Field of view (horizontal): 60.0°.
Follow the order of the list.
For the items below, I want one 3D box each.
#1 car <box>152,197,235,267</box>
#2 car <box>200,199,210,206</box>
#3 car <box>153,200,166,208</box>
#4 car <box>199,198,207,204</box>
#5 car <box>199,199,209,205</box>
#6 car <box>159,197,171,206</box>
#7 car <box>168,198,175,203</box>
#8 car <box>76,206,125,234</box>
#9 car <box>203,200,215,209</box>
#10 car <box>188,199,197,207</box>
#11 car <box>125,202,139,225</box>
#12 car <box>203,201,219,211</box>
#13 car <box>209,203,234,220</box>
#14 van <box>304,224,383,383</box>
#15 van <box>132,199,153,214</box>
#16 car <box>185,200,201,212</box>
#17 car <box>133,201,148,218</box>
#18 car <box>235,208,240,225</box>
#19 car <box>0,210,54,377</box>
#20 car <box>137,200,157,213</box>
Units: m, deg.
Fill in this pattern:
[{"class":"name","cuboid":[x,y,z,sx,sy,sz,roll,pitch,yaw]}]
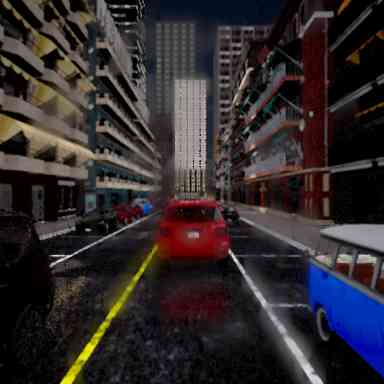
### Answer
[{"class":"car","cuboid":[0.027,1.324,11.921,2.150,2.045,5.566,0,0,0]},{"class":"car","cuboid":[2.697,2.159,70.161,1.887,1.381,4.507,-1,-1,0]},{"class":"car","cuboid":[-5.687,2.082,59.130,1.947,1.339,4.313,-1,-1,0]},{"class":"car","cuboid":[2.699,2.242,81.377,1.752,1.417,4.829,-1,-1,0]},{"class":"car","cuboid":[2.698,2.215,75.684,2.008,1.369,4.403,-1,-1,0]},{"class":"car","cuboid":[-5.687,1.930,70.178,2.192,1.841,5.009,-1,-1,0]},{"class":"car","cuboid":[-5.679,2.398,92.269,1.802,1.307,4.206,-1,-1,0]},{"class":"car","cuboid":[-5.694,1.742,20.466,1.947,1.339,4.313,0,0,0]},{"class":"car","cuboid":[2.693,1.993,53.762,1.752,1.417,4.829,-1,-1,0]},{"class":"car","cuboid":[0.116,2.101,65.711,1.812,1.442,4.674,0,-1,0]},{"class":"car","cuboid":[-5.693,1.769,25.990,1.887,1.381,4.507,0,0,0]},{"class":"car","cuboid":[2.692,1.968,48.068,2.008,1.369,4.403,-1,-1,0]},{"class":"car","cuboid":[2.689,1.822,31.498,2.008,1.369,4.403,-1,-1,0]},{"class":"van","cuboid":[2.682,1.375,3.885,1.690,1.788,3.998,-1,0,0]},{"class":"van","cuboid":[-5.693,1.661,37.039,1.690,1.788,3.998,-1,-1,0]},{"class":"car","cuboid":[0.110,1.894,46.385,2.128,1.511,4.902,0,0,0]},{"class":"car","cuboid":[-5.692,1.817,31.514,1.887,1.381,4.507,-1,0,0]},{"class":"car","cuboid":[2.688,1.774,25.975,2.008,1.369,4.403,-1,0,0]},{"class":"car","cuboid":[-3.100,1.246,2.688,2.150,2.045,5.566,0,0,0]},{"class":"car","cuboid":[-5.691,1.809,42.561,1.967,1.590,4.097,-1,-1,0]}]
